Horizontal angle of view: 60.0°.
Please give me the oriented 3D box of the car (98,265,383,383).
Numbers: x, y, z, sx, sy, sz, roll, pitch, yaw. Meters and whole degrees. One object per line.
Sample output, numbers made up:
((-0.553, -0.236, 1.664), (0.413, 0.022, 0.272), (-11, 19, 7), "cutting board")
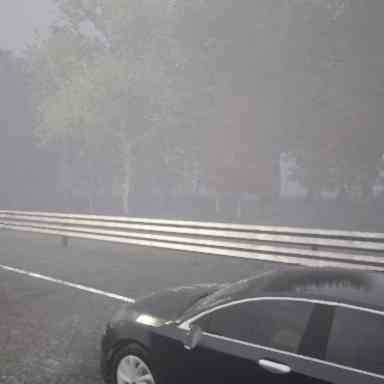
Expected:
((1.155, 1.506, 3.161), (4.892, 1.490, 1.837), (0, 0, 36), "car")
